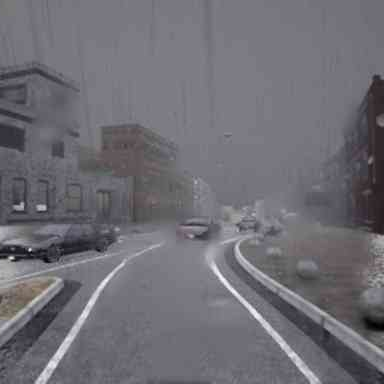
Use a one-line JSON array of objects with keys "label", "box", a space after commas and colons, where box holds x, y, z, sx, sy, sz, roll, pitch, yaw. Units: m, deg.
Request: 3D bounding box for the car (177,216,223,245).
[{"label": "car", "box": [0.550, 2.132, 18.936, 2.128, 1.511, 4.902, -1, -4, 14]}]

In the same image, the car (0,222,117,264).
[{"label": "car", "box": [-5.181, 1.935, 13.689, 2.033, 1.411, 5.357, -1, -3, 20]}]

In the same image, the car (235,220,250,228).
[{"label": "car", "box": [7.994, 5.030, 52.433, 1.895, 1.301, 4.718, -1, -5, 15]}]

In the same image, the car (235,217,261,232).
[{"label": "car", "box": [6.350, 3.512, 36.042, 2.128, 1.511, 4.902, -1, -5, 19]}]
